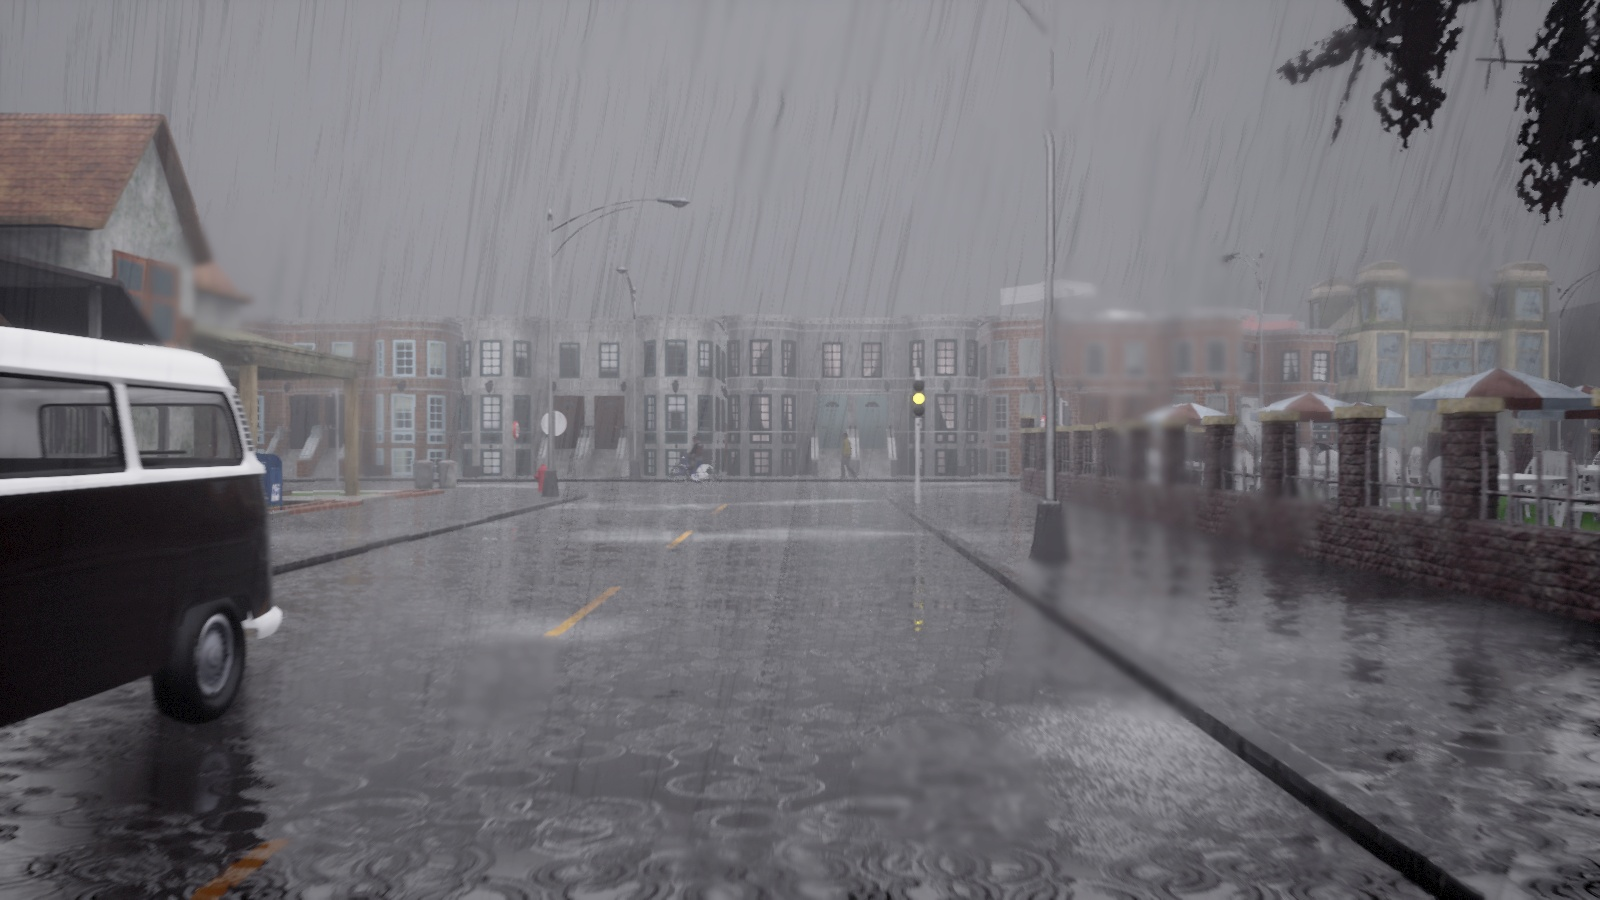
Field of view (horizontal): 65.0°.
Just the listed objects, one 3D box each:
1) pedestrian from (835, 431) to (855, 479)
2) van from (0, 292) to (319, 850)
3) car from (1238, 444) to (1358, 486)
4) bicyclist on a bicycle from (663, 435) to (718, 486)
[{"bbox_3d":[1.753,0.183,48.770,0.709,1.840,0.431,0,0,13],"label":"pedestrian"},{"bbox_3d":[-3.954,0.437,5.350,2.069,2.038,4.480,0,0,0],"label":"van"},{"bbox_3d":[18.116,0.517,45.801,3.633,1.501,1.845,0,0,0],"label":"car"},{"bbox_3d":[-3.906,0.362,44.730,1.843,1.776,0.659,1,3,30],"label":"bicyclist on a bicycle"}]
